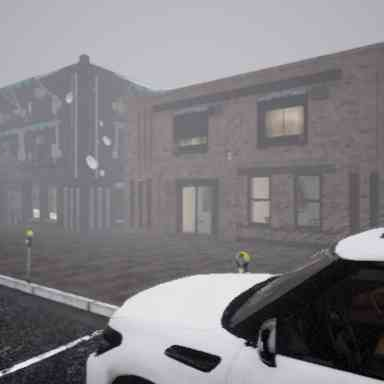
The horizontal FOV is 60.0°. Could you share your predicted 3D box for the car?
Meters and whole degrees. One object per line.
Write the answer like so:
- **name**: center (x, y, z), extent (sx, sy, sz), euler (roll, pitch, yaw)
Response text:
- **car**: center (1.721, 1.224, 2.160), extent (5.566, 2.045, 2.150), euler (-1, -1, 35)
